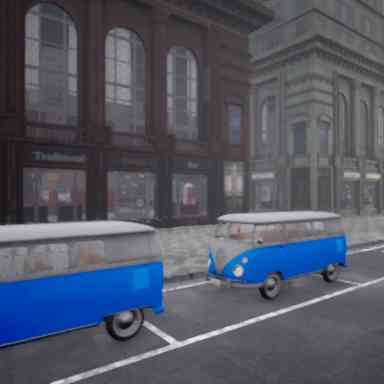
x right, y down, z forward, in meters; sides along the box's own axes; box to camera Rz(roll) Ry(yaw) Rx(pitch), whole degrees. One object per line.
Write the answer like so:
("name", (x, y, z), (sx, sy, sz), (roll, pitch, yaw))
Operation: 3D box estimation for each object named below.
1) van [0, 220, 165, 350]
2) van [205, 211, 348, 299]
("van", (-2.345, 1.374, 4.956), (3.998, 1.788, 1.690), (0, -1, -36))
("van", (2.196, 1.395, 8.294), (3.998, 1.788, 1.690), (0, -1, -36))
